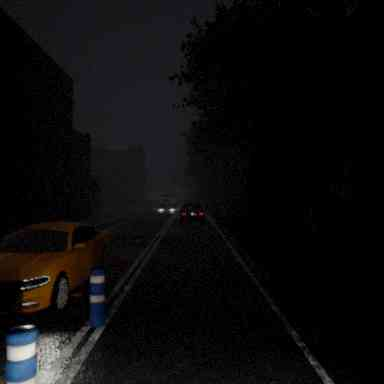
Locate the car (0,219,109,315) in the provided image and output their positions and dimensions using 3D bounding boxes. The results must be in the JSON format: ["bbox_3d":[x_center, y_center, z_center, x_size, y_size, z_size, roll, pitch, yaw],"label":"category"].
[{"bbox_3d":[-3.364,1.480,7.882,1.882,1.535,5.008,0,0,0],"label":"car"}]

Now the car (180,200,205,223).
[{"bbox_3d":[0.020,1.560,25.320,2.033,1.411,5.357,0,0,0],"label":"car"}]

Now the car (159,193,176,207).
[{"bbox_3d":[-3.638,1.108,49.926,2.150,2.045,5.566,0,0,-1],"label":"car"}]
